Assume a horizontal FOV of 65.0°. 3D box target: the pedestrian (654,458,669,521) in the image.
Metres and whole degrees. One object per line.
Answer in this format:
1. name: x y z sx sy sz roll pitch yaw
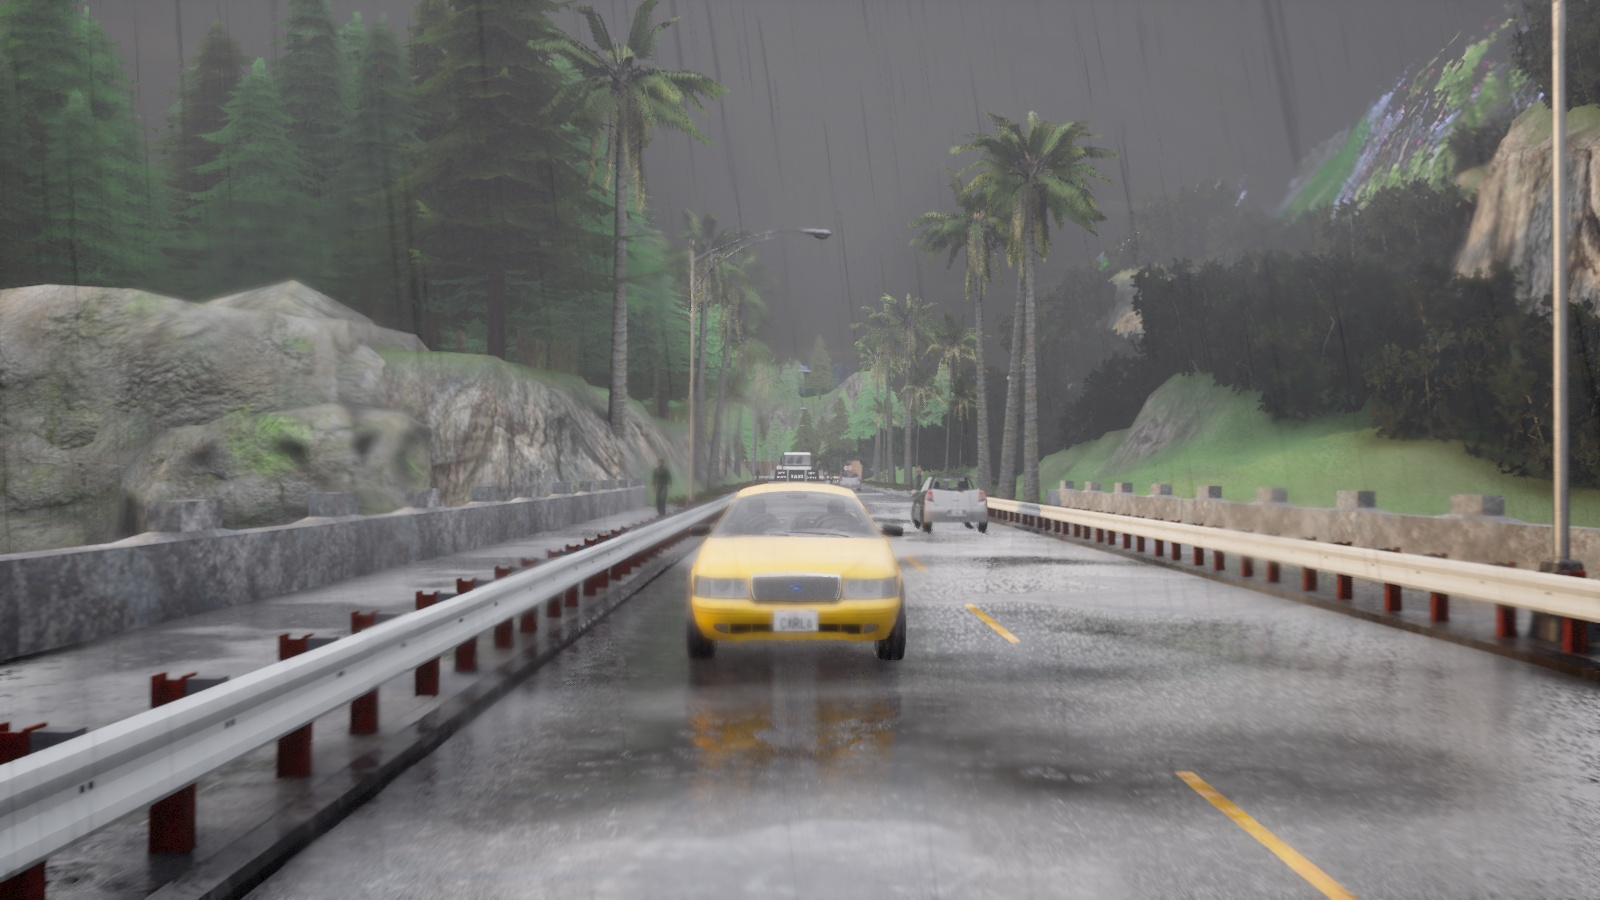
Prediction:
1. pedestrian: -4.100 1.164 37.213 0.353 1.847 0.614 0 -1 4

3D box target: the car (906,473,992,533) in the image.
1. car: 3.929 1.374 33.556 1.845 1.501 3.633 0 -1 0

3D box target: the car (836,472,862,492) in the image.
1. car: 3.793 2.437 96.999 1.845 1.501 3.633 0 -1 0

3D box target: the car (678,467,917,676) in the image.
1. car: -0.026 0.957 12.198 1.801 1.575 5.366 0 -1 0
